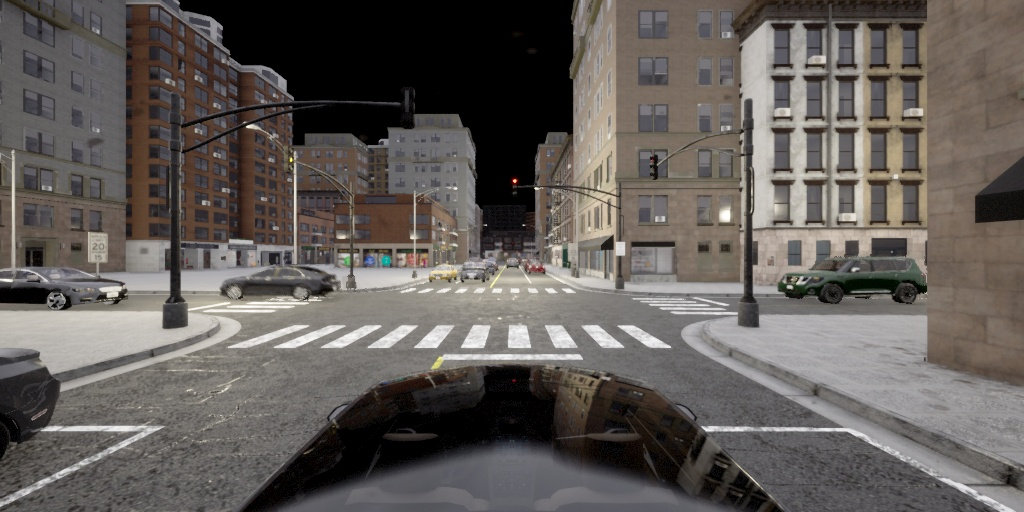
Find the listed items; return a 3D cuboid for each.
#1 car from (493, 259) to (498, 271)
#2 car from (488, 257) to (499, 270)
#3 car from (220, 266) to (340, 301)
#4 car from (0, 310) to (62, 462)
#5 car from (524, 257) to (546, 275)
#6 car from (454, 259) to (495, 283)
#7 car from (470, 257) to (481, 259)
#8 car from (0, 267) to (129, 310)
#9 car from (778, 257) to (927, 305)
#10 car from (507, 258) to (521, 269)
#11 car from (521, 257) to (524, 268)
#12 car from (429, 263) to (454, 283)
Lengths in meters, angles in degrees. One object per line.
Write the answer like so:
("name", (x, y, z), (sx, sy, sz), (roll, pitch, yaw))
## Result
("car", (-2.824, 1.316, 38.108), (1.994, 1.385, 4.181), (0, 0, 0))
("car", (-2.810, 1.279, 48.183), (1.812, 1.442, 4.674), (0, 0, 0))
("car", (-10.475, 1.212, 16.323), (4.892, 1.490, 1.837), (0, 0, 0))
("car", (-5.388, 1.300, 1.711), (2.007, 1.370, 4.403), (0, 0, 0))
("car", (2.659, 1.192, 39.875), (1.967, 1.591, 4.097), (0, 0, 0))
("car", (-2.821, 1.242, 28.207), (2.128, 1.511, 4.902), (0, 0, 2))
("car", (-5.359, 1.068, 51.205), (2.192, 1.841, 5.009), (0, 0, 0))
("car", (-17.276, 1.162, 13.382), (4.902, 1.511, 2.128), (0, 0, 2))
("car", (15.373, 1.053, 16.351), (5.566, 2.045, 2.150), (0, 0, -2))
("car", (0.126, 1.318, 58.606), (1.994, 1.385, 4.181), (0, 0, 1))
("car", (2.662, 1.067, 45.537), (2.192, 1.841, 5.009), (0, 0, 0))
("car", (-5.373, 1.276, 28.387), (1.751, 1.417, 4.829), (0, 0, 0))
